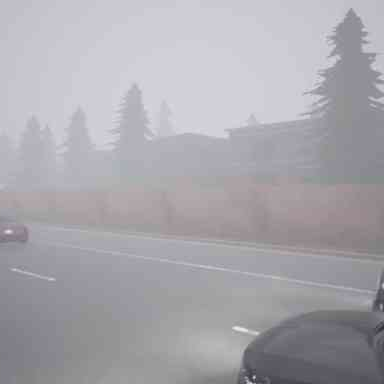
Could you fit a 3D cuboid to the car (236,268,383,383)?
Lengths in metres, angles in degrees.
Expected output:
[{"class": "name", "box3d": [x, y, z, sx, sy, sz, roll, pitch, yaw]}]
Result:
[{"class": "car", "box3d": [2.631, 1.503, 2.115, 4.892, 1.490, 1.837, 0, 0, 35]}]

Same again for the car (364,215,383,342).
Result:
[{"class": "car", "box3d": [5.106, 1.349, 4.649, 4.553, 1.767, 2.097, 0, 0, 36]}]

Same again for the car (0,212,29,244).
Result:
[{"class": "car", "box3d": [-9.114, 1.595, 14.788, 4.181, 1.385, 1.994, 0, 0, 35]}]
